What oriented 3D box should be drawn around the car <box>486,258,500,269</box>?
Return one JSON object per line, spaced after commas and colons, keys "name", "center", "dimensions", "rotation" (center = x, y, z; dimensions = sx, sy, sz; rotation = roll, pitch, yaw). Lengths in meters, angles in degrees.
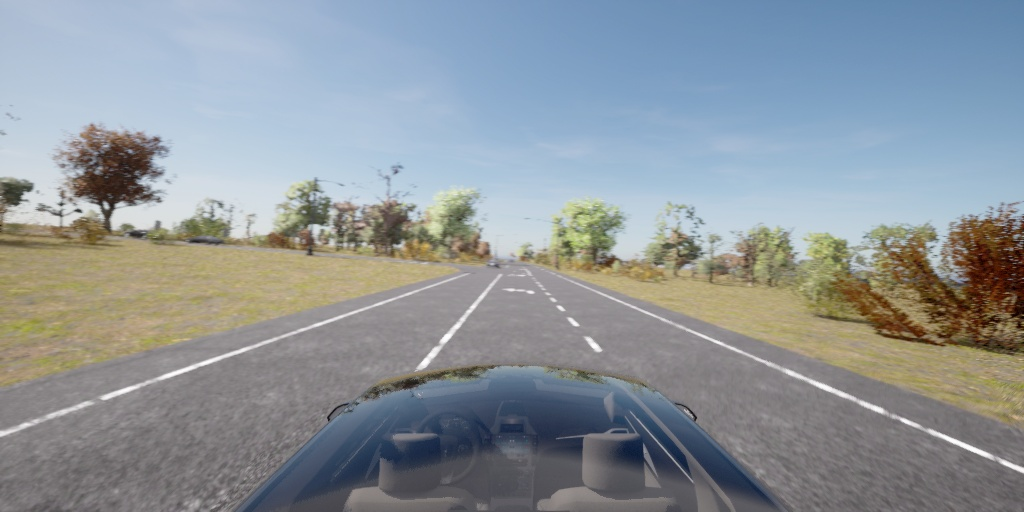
{"name": "car", "center": [-2.908, 1.147, 55.939], "dimensions": [2.128, 1.511, 4.902], "rotation": [4, 0, 0]}
